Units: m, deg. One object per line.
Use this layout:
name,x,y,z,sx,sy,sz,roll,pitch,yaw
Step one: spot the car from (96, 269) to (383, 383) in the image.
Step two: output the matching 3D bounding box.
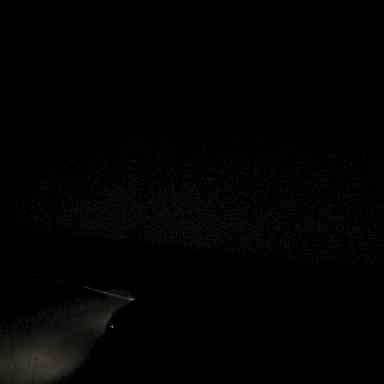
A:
car,1.103,1.526,3.207,4.674,1.442,1.812,0,0,35
